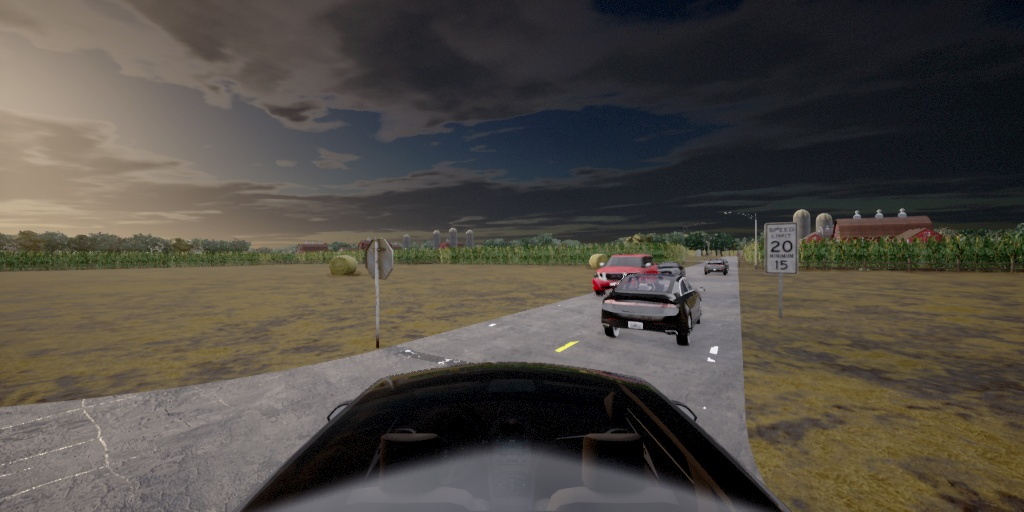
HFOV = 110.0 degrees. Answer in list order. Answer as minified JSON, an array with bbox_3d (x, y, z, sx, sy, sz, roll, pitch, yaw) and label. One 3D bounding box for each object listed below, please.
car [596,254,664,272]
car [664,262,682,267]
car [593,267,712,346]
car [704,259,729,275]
[{"bbox_3d":[5.894,0.906,18.102,2.150,2.045,5.566,0,0,32],"label":"car"},{"bbox_3d":[12.820,1.189,29.097,1.994,1.385,4.181,0,0,32],"label":"car"},{"bbox_3d":[3.852,1.212,9.488,2.128,1.511,4.902,0,0,32],"label":"car"},{"bbox_3d":[20.325,1.076,35.627,2.128,1.511,4.902,0,0,33],"label":"car"}]
